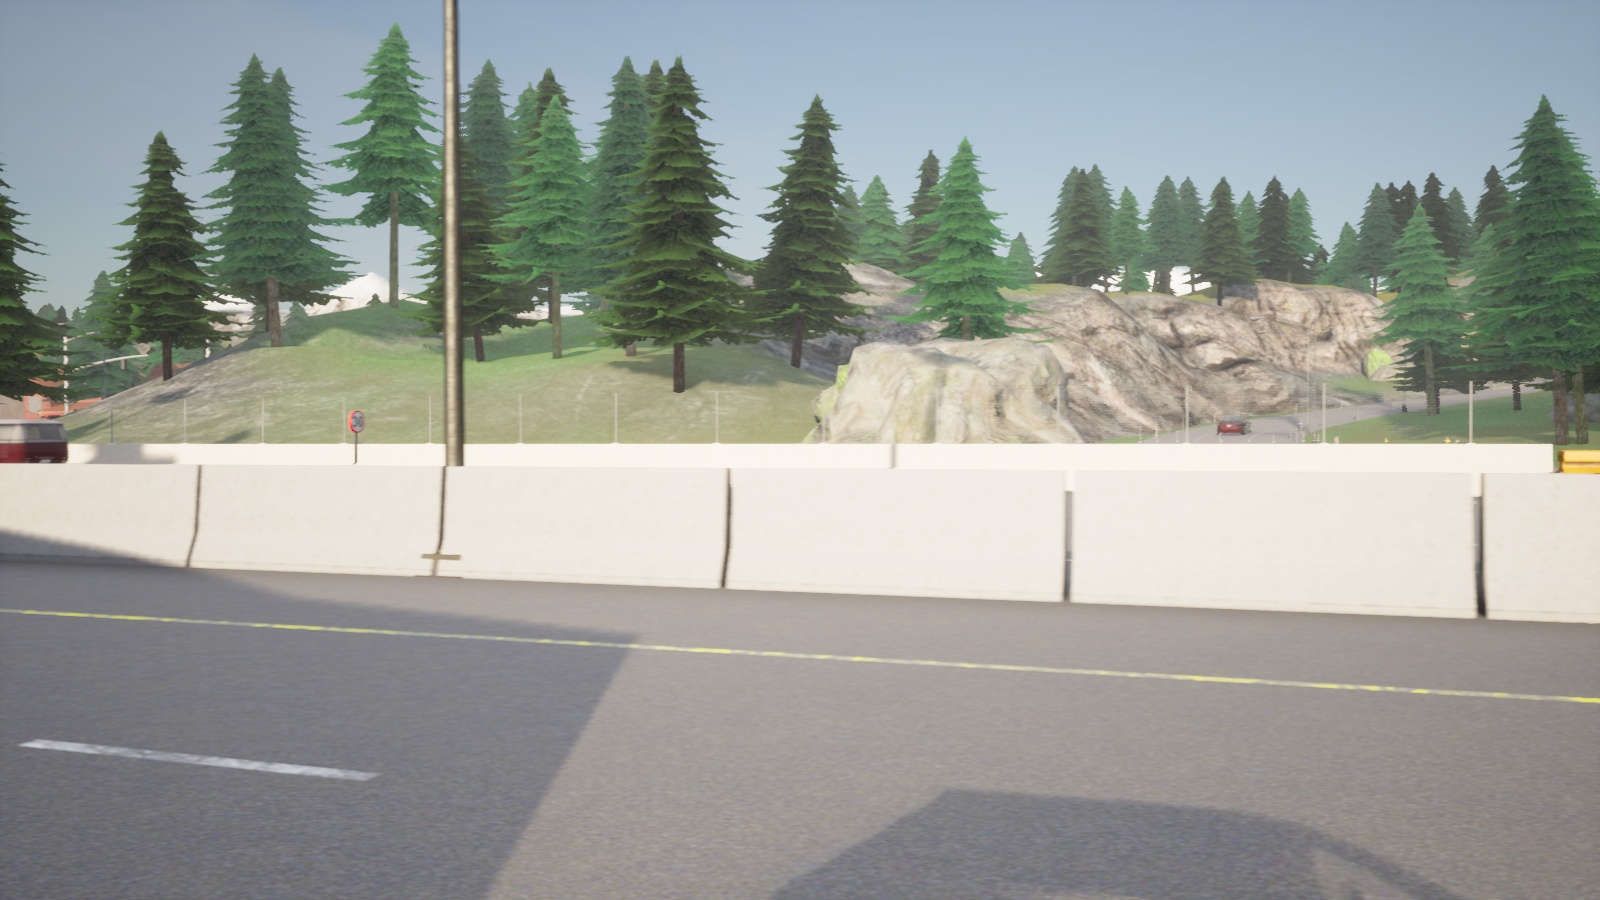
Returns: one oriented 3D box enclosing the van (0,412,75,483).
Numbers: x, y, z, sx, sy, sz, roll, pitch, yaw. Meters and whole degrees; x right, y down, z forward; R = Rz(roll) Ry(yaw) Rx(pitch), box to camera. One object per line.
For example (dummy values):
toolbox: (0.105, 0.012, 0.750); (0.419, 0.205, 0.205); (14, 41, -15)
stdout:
van: (-23.870, -0.104, 37.068); (4.442, 1.987, 1.775); (1, 1, 19)
